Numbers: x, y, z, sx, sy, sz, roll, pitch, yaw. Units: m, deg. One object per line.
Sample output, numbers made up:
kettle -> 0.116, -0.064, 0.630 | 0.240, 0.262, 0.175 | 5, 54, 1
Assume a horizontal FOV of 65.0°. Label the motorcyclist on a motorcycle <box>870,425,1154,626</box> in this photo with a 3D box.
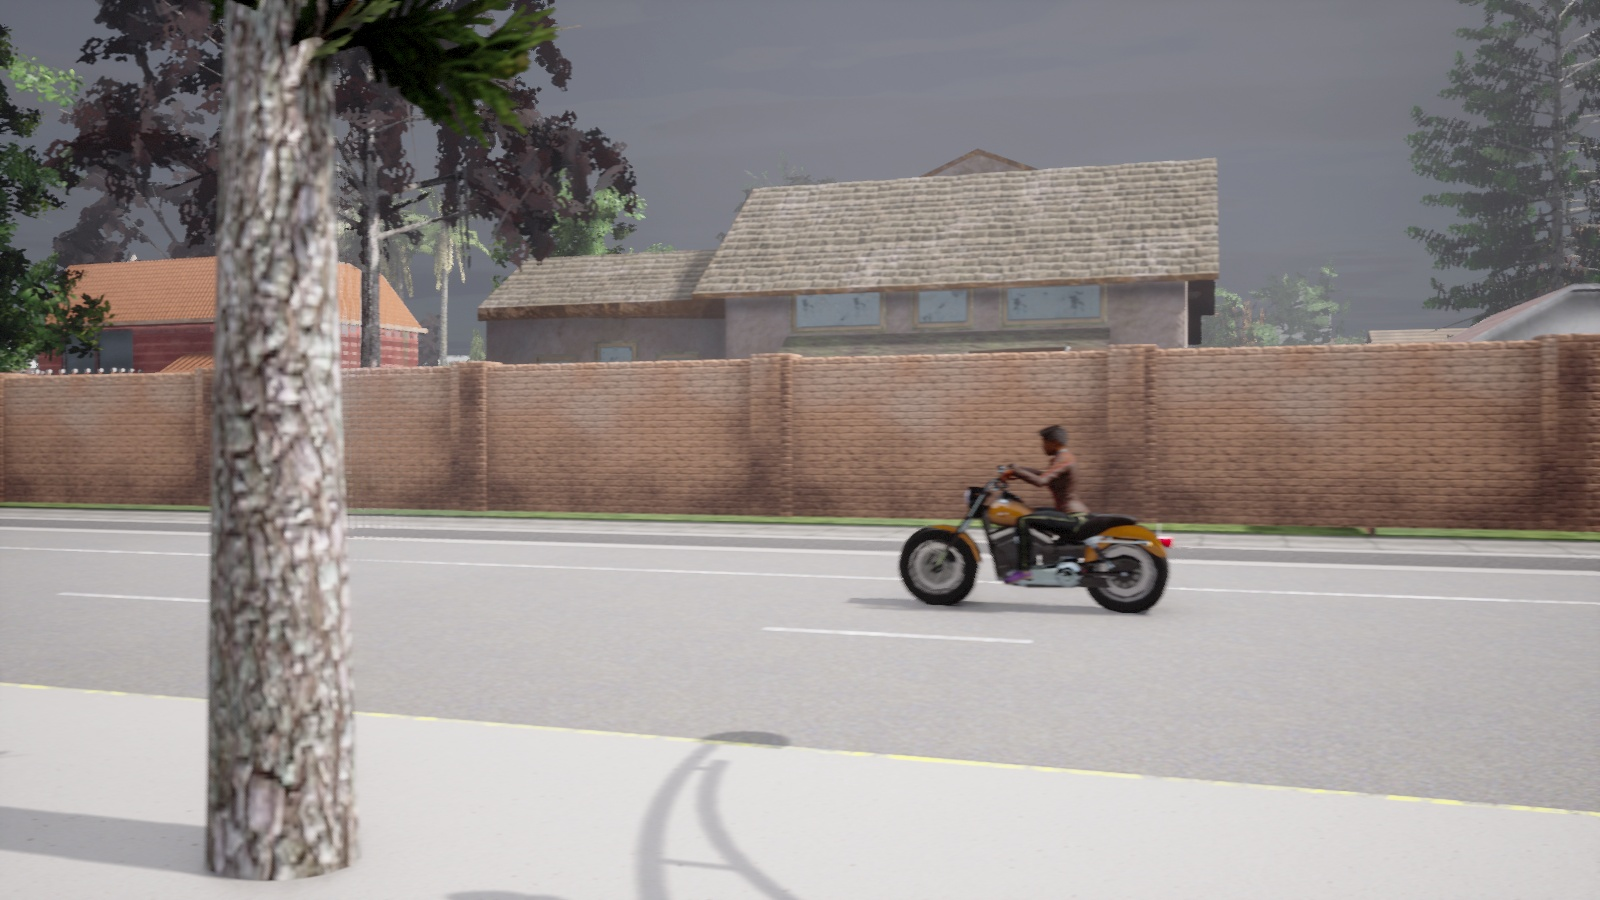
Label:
motorcyclist on a motorcycle -> 1.856, 0.608, 11.008 | 2.350, 1.649, 0.766 | 0, 1, 19
